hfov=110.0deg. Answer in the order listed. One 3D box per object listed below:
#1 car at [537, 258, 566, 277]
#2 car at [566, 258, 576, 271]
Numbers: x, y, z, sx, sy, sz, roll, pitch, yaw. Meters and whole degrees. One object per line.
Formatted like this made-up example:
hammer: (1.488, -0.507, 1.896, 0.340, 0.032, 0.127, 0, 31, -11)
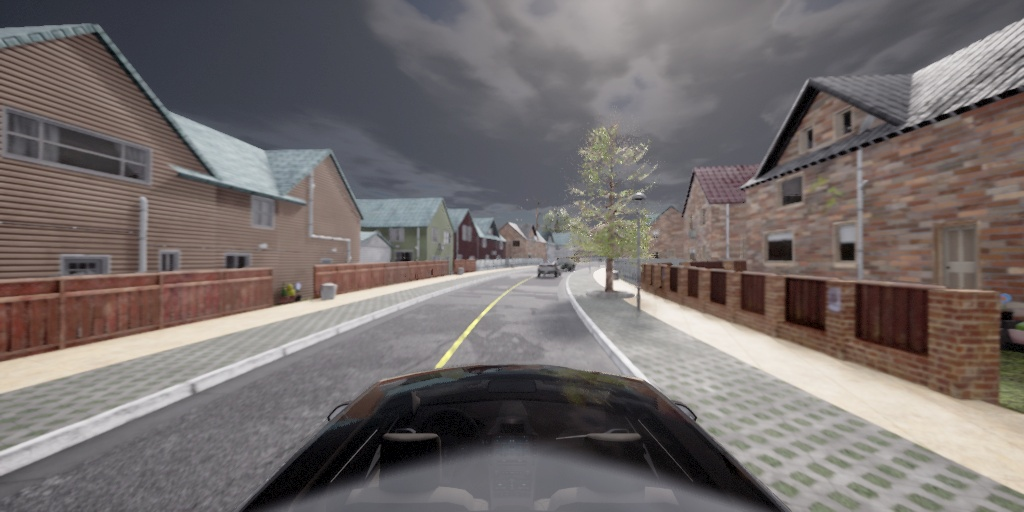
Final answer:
car: (3.581, 1.181, 33.973, 2.128, 1.511, 4.902, 0, 0, 14)
car: (6.955, 1.005, 46.499, 2.097, 1.767, 4.553, 0, 0, 18)
